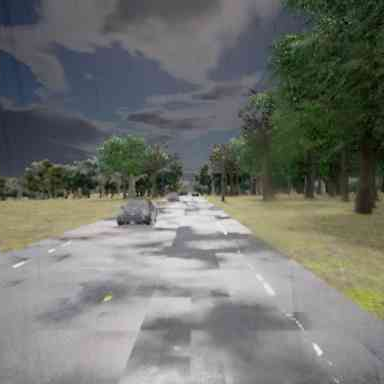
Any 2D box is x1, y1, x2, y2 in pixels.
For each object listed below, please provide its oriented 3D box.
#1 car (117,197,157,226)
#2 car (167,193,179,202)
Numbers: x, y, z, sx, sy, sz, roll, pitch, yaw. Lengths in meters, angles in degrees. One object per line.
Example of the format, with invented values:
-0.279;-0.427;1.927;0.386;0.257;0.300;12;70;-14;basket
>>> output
-3.591;1.246;22.239;2.097;1.767;4.553;0;0;0;car
-3.514;0.938;62.839;2.097;1.767;4.553;0;1;1;car
